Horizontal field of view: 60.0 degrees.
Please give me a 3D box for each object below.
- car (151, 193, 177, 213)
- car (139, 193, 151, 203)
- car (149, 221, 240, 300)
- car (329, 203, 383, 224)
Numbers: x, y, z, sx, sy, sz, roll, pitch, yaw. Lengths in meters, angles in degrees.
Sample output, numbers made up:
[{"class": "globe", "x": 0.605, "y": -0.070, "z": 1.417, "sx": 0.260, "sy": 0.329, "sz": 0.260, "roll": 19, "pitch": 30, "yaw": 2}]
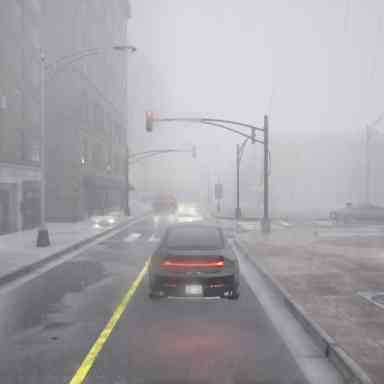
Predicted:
[{"class": "car", "x": -2.825, "y": 1.221, "z": 36.481, "sx": 2.150, "sy": 2.045, "sz": 5.566, "roll": 0, "pitch": 0, "yaw": 1}, {"class": "car", "x": -8.384, "y": 1.273, "z": 70.057, "sx": 5.566, "sy": 2.045, "sz": 2.150, "roll": 0, "pitch": 0, "yaw": 9}, {"class": "car", "x": 0.060, "y": 1.503, "z": 8.385, "sx": 1.837, "sy": 1.490, "sz": 4.892, "roll": 0, "pitch": 0, "yaw": 1}, {"class": "car", "x": 12.067, "y": 1.508, "z": 23.772, "sx": 4.181, "sy": 1.385, "sz": 1.994, "roll": 0, "pitch": 0, "yaw": 0}]
